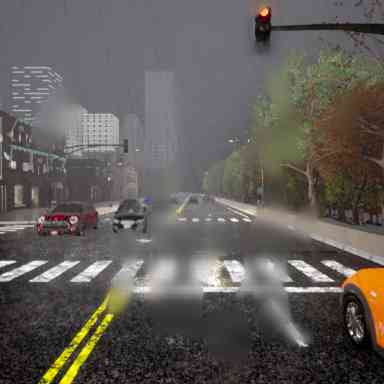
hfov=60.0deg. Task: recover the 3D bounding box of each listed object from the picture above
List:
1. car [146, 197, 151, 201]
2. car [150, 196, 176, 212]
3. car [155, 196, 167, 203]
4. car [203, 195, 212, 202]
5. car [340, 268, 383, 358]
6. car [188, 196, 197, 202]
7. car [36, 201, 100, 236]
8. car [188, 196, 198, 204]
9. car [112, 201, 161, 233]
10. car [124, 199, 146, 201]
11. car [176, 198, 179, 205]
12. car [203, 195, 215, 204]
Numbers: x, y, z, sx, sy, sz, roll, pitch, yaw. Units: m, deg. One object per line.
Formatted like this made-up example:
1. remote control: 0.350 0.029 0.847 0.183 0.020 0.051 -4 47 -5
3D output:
1. car: -6.474 1.459 52.678 1.882 1.535 5.008 0 0 0
2. car: -3.263 1.465 38.252 1.882 1.535 5.008 0 0 0
3. car: -6.344 1.581 68.797 1.895 1.301 4.718 0 0 0
4. car: 3.427 1.447 74.861 1.882 1.535 5.008 0 0 0
5. car: 3.359 1.351 3.381 2.097 1.767 4.553 0 0 0
6. car: 0.177 1.565 74.914 1.895 1.301 4.718 0 0 0
7. car: -6.560 1.348 18.111 2.097 1.767 4.553 0 0 0
8. car: 0.248 1.523 64.421 2.033 1.411 5.357 0 0 1
9. car: -3.305 1.487 19.451 2.128 1.511 4.902 0 0 0
10. car: -6.520 1.466 35.394 1.882 1.535 5.008 0 0 0
11. car: -3.211 1.544 55.595 1.994 1.385 4.181 0 0 0
12. car: 3.498 1.467 64.696 2.128 1.511 4.902 0 0 0
